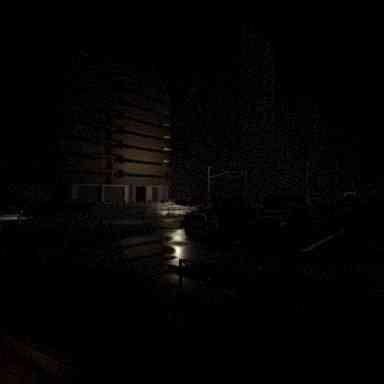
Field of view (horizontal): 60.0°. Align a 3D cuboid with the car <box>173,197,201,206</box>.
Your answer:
[{"bbox_3d":[-0.849,1.548,56.674,2.033,1.411,5.357,0,0,34],"label":"car"}]

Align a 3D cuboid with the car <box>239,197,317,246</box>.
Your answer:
[{"bbox_3d":[3.839,1.156,14.386,1.905,1.878,3.866,0,0,34],"label":"car"}]

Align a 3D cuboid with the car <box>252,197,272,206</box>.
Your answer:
[{"bbox_3d":[12.011,1.526,56.805,1.812,1.442,4.674,0,0,34],"label":"car"}]

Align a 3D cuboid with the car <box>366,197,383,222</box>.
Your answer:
[{"bbox_3d":[15.862,1.395,27.342,1.970,1.475,3.806,0,0,34],"label":"car"}]

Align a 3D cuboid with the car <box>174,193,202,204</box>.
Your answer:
[{"bbox_3d":[0.049,1.223,51.786,2.150,2.045,5.566,0,0,34],"label":"car"}]

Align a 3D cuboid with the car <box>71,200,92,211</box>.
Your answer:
[{"bbox_3d":[-13.732,1.601,37.633,1.895,1.301,4.718,0,0,34],"label":"car"}]

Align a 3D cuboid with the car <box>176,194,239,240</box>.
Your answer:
[{"bbox_3d":[1.471,1.153,16.052,1.932,1.855,4.605,0,0,34],"label":"car"}]

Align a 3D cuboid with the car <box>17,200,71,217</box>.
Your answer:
[{"bbox_3d":[-13.945,1.564,31.034,1.994,1.385,4.181,0,0,34],"label":"car"}]
